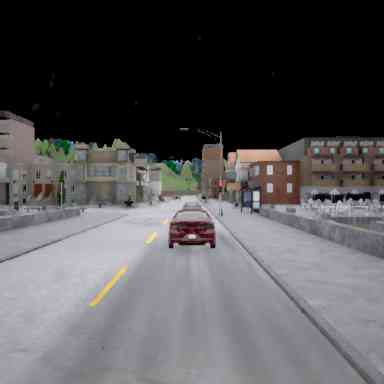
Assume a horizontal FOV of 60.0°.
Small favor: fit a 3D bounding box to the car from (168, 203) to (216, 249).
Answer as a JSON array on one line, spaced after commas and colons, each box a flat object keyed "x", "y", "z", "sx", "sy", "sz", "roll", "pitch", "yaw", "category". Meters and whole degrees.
[{"x": 0.000, "y": 1.482, "z": 14.650, "sx": 1.882, "sy": 1.535, "sz": 5.008, "roll": 0, "pitch": 0, "yaw": 0, "category": "car"}]

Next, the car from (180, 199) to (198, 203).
[{"x": 0.000, "y": 1.570, "z": 29.650, "sx": 1.994, "sy": 1.385, "sz": 4.181, "roll": 0, "pitch": 0, "yaw": 0, "category": "car"}]

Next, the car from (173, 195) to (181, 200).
[{"x": -4.000, "y": 1.544, "z": 88.815, "sx": 1.994, "sy": 1.385, "sz": 4.181, "roll": 0, "pitch": 0, "yaw": 0, "category": "car"}]
